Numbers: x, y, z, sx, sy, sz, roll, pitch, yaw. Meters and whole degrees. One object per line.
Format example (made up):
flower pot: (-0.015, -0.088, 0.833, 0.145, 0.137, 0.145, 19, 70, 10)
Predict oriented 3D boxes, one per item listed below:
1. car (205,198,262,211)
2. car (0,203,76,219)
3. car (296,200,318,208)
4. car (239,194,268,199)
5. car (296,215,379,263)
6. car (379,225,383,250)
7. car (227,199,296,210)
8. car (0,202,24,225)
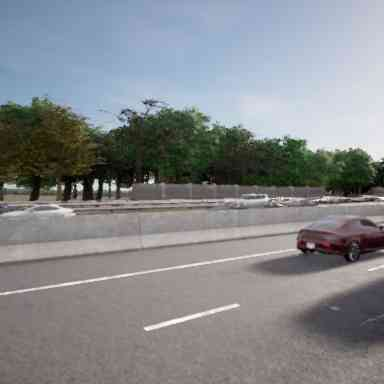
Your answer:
car: (3.238, 1.527, 27.800, 4.902, 1.511, 2.128, 0, 0, -35)
car: (-10.297, 1.544, 22.444, 4.674, 1.442, 1.812, 0, 0, -35)
car: (12.837, 1.577, 38.938, 4.181, 1.385, 1.994, 0, 0, -35)
car: (6.687, 1.243, 38.858, 5.566, 2.045, 2.150, 0, 0, -35)
car: (5.730, 1.563, 12.136, 4.674, 1.442, 1.812, 0, 0, -35)
car: (7.740, 1.259, 9.271, 5.566, 2.045, 2.150, 0, 0, -36)
car: (5.274, 1.541, 24.954, 4.892, 1.490, 1.837, 0, 0, -35)
car: (-14.683, 1.496, 23.329, 4.902, 1.511, 2.128, 0, 0, -37)
